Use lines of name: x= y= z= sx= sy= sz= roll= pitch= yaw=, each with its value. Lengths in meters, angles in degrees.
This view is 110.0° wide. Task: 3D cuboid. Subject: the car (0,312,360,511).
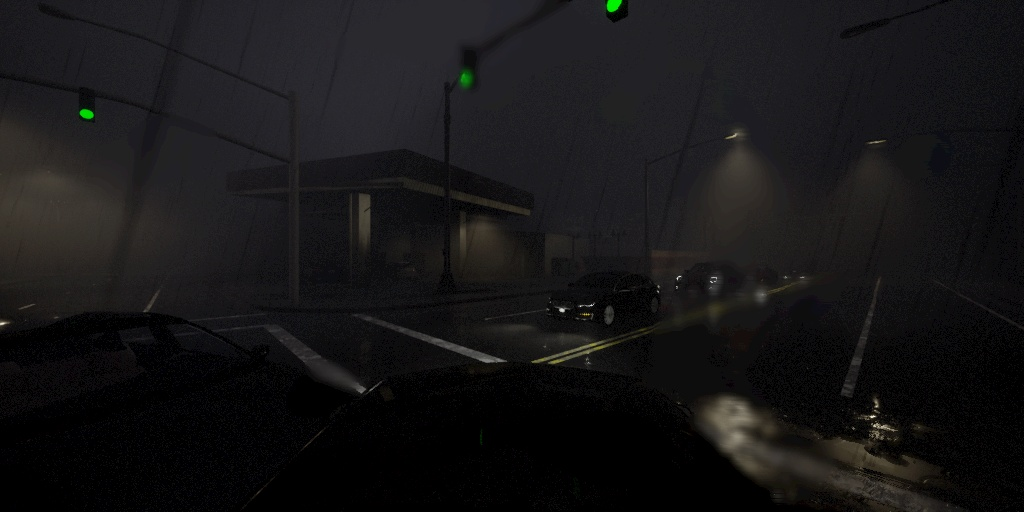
car: x=-3.365 y=1.242 z=2.751 sx=4.902 sy=1.511 sz=2.128 roll=0 pitch=0 yaw=16

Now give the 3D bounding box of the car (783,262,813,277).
car: x=28.611 y=1.315 z=35.871 sx=4.181 sy=1.385 sz=1.994 roll=0 pitch=0 yaw=-43

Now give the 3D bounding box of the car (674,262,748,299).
car: x=10.114 y=1.102 z=18.329 sx=4.553 sy=1.767 sz=2.097 roll=0 pitch=0 yaw=-44

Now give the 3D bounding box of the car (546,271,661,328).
car: x=3.129 y=1.255 z=11.632 sx=4.892 sy=1.490 sz=1.837 roll=0 pitch=0 yaw=-44

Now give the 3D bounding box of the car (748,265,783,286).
car: x=17.187 y=1.313 z=25.088 sx=4.181 sy=1.385 sz=1.994 roll=0 pitch=0 yaw=-45
